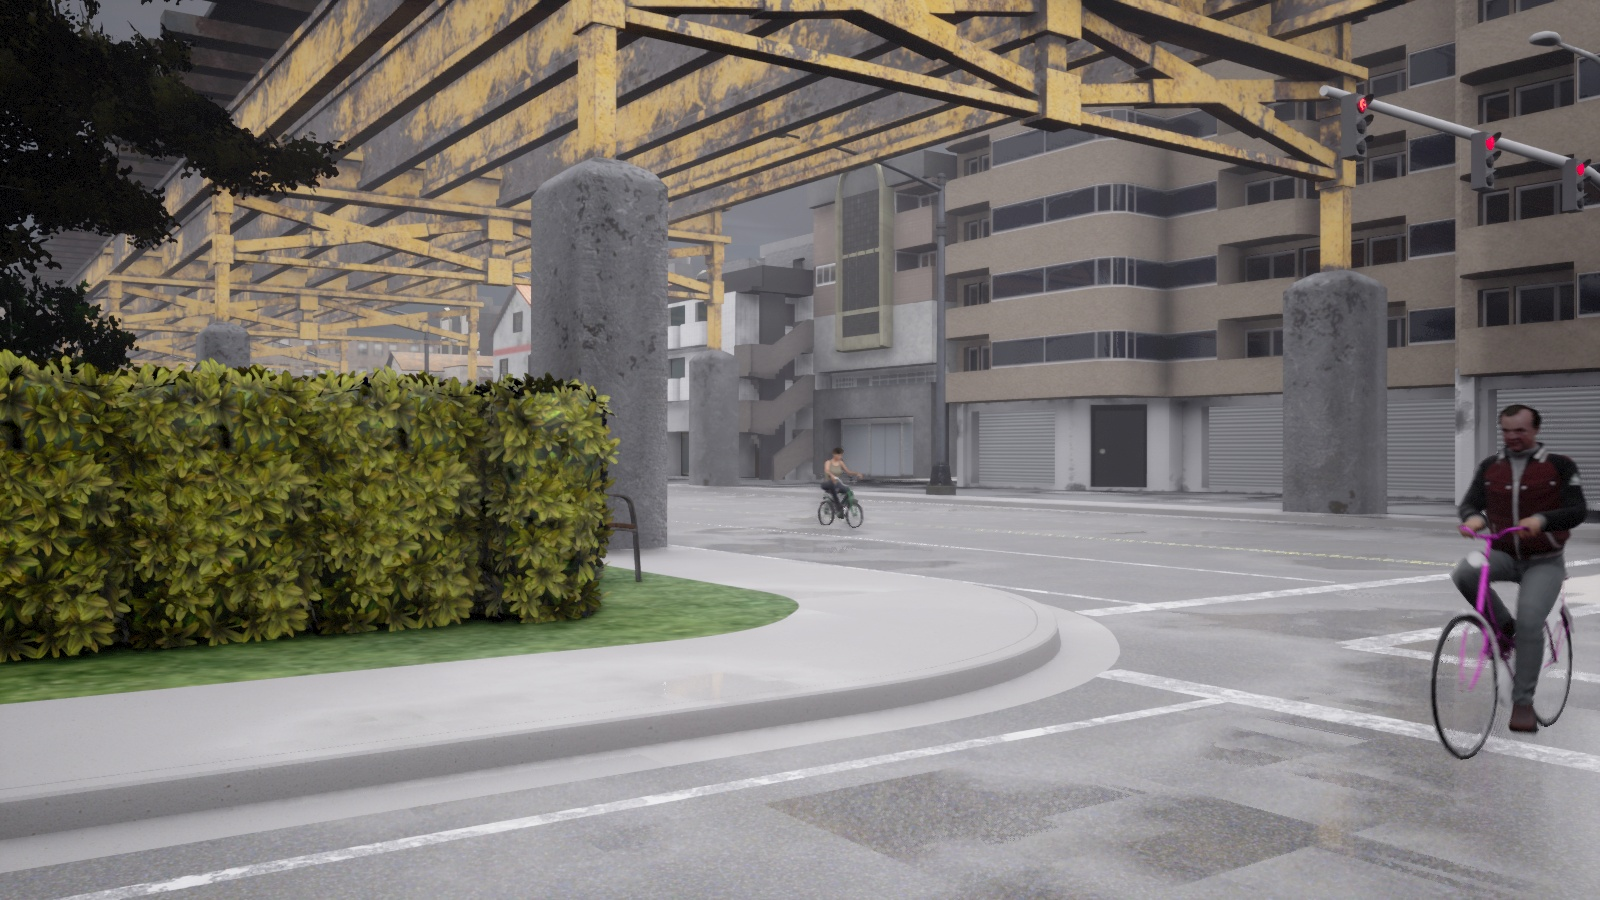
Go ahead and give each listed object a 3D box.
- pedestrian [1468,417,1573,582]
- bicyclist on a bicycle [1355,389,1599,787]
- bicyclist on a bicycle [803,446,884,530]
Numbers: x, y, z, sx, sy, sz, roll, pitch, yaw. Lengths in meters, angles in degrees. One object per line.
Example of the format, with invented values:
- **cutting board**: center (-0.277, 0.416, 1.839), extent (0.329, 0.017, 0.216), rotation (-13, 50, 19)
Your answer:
- **pedestrian**: center (8.323, 0.558, 14.520), extent (0.899, 1.844, 0.634), rotation (0, 0, -23)
- **bicyclist on a bicycle**: center (3.618, 0.623, 6.458), extent (1.843, 1.776, 0.659), rotation (0, -1, -41)
- **bicyclist on a bicycle**: center (0.856, 0.741, 25.066), extent (0.866, 1.612, 1.509), rotation (0, 0, -35)
